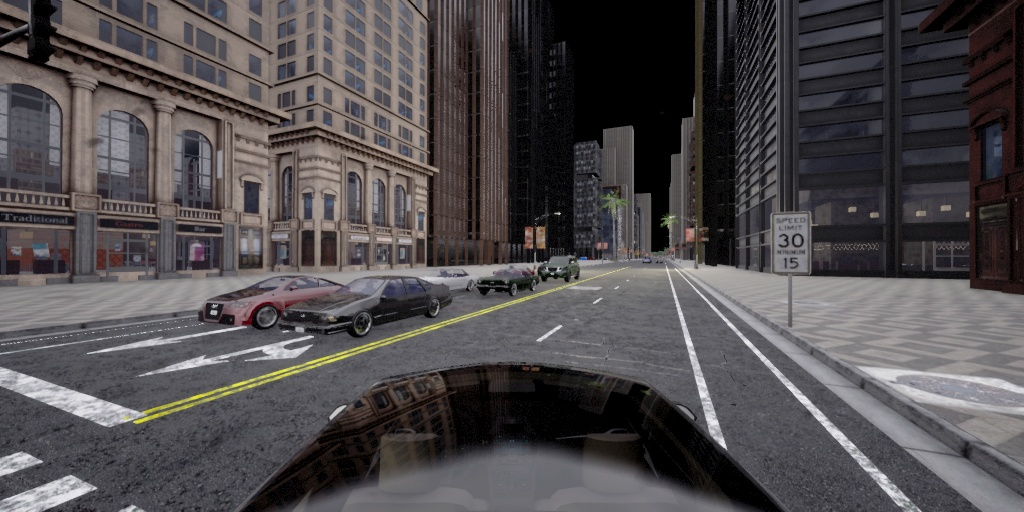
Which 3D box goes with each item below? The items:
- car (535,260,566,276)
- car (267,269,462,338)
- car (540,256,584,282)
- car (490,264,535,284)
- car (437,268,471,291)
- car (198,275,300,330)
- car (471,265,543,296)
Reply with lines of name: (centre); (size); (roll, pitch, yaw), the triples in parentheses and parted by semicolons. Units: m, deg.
car: (4.199, 1.251, 37.932); (1.882, 1.535, 5.008); (0, 0, 23)
car: (-3.834, 1.299, 10.669); (2.033, 1.411, 5.357); (0, 0, 23)
car: (4.065, 0.987, 29.354); (2.150, 2.045, 5.566); (0, 0, 23)
car: (0.191, 1.364, 28.545); (1.895, 1.301, 4.718); (0, 0, 23)
car: (-3.687, 1.357, 19.370); (1.895, 1.301, 4.718); (0, 0, 23)
car: (-7.092, 1.316, 11.297); (1.994, 1.385, 4.181); (0, 0, 23)
car: (-0.102, 1.358, 19.502); (1.895, 1.301, 4.718); (0, 0, 23)
